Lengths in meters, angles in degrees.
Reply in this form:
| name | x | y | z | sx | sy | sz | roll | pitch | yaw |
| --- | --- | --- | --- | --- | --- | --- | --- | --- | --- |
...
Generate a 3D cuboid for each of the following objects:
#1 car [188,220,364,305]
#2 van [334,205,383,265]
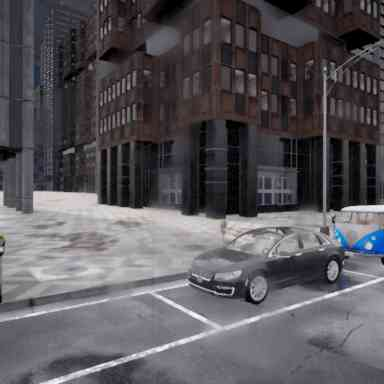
| name | x | y | z | sx | sy | sz | roll | pitch | yaw |
| --- | --- | --- | --- | --- | --- | --- | --- | --- | --- |
| car | 1.939 | 1.551 | 8.020 | 4.403 | 1.369 | 2.008 | 0 | 0 | -35 |
| van | 6.445 | 1.341 | 11.218 | 3.998 | 1.788 | 1.690 | 0 | 0 | -35 |
